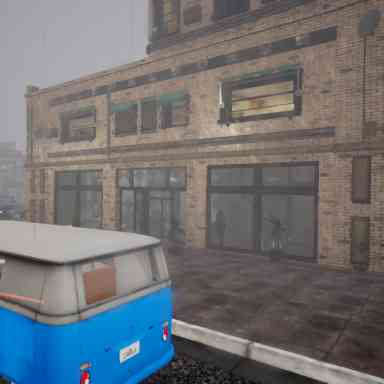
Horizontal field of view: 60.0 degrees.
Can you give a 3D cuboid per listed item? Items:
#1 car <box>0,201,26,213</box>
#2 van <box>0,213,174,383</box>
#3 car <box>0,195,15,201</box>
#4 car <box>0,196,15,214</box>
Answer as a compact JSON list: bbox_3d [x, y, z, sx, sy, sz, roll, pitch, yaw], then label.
[{"bbox_3d":[-15.307,1.798,30.605,1.947,1.339,4.313,0,0,36],"label":"car"},{"bbox_3d":[-2.123,1.341,4.362,3.998,1.788,1.690,0,1,35],"label":"van"},{"bbox_3d":[-20.531,1.355,33.255,2.150,2.045,5.566,1,0,36],"label":"car"},{"bbox_3d":[-22.070,1.417,35.549,2.192,1.841,5.009,0,0,36],"label":"car"}]
